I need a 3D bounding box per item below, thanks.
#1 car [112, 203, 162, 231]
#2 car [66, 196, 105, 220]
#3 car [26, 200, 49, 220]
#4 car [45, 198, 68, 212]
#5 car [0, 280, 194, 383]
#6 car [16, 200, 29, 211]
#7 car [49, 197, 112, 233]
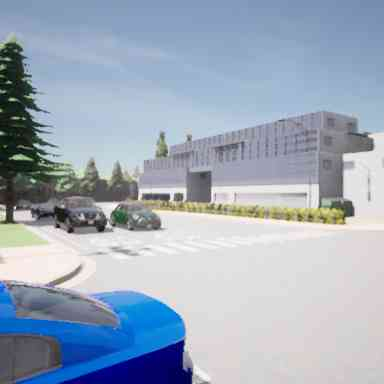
[{"bbox_3d":[-3.833,1.546,22.389,2.097,1.767,4.553,1,-1,-34],"label":"car"},{"bbox_3d":[-10.519,1.472,32.476,2.150,2.045,5.566,1,-1,-34],"label":"car"},{"bbox_3d":[-13.683,1.769,30.909,2.033,1.411,5.357,1,-1,-34],"label":"car"},{"bbox_3d":[-18.047,1.671,44.177,2.097,1.767,4.553,1,-1,-31],"label":"car"},{"bbox_3d":[-2.336,1.484,2.197,5.008,1.535,1.882,1,-1,-34],"label":"car"},{"bbox_3d":[-23.352,1.803,46.267,2.128,1.511,4.902,1,-1,-29],"label":"car"},{"bbox_3d":[-7.270,1.389,21.238,2.150,2.045,5.566,1,-1,-34],"label":"car"}]
